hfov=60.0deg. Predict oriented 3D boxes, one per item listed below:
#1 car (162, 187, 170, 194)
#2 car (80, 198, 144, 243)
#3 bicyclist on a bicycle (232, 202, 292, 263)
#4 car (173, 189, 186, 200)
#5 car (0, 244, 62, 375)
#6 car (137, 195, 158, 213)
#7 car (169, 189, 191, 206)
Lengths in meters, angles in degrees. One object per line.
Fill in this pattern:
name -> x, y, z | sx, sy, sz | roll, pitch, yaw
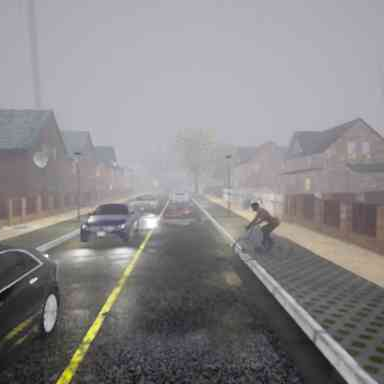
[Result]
car -> -5.677, -0.342, 75.246 | 1.812, 1.442, 4.674 | 0, 1, -2
car -> -3.359, 1.200, 14.335 | 1.812, 1.442, 4.674 | 0, 1, -2
bicyclist on a bicycle -> 1.879, 1.082, 8.957 | 1.656, 1.620, 0.582 | -2, 1, -2
car -> -1.810, 0.308, 49.694 | 1.812, 1.442, 4.674 | 0, 2, -2
car -> -2.932, 1.436, 3.493 | 1.837, 1.490, 4.892 | 0, 1, -2
car -> -3.873, 0.951, 27.738 | 1.895, 1.301, 4.718 | 0, 1, -2
car -> -1.265, 0.653, 35.957 | 1.812, 1.442, 4.674 | 0, 1, -2
